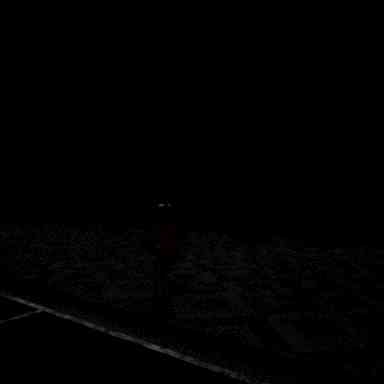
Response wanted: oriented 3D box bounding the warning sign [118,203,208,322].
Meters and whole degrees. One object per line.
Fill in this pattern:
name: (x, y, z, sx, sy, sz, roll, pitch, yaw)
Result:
warning sign: (-0.509, 1.152, 6.158, 1.060, 1.860, 1.300, -1, 0, 35)
